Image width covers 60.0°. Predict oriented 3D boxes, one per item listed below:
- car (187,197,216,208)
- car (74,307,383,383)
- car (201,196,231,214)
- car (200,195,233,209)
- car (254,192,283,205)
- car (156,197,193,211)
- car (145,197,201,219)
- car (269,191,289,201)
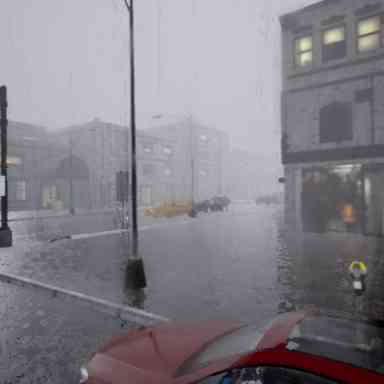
[{"bbox_3d":[1.306,1.366,44.319,1.802,1.307,4.206,-1,0,36],"label":"car"},{"bbox_3d":[0.883,1.584,2.411,4.206,1.307,1.802,0,-1,36],"label":"car"},{"bbox_3d":[1.568,1.267,30.440,2.008,1.369,4.403,-1,0,36],"label":"car"},{"bbox_3d":[3.211,1.239,42.528,1.837,1.490,4.892,-1,0,36],"label":"car"},{"bbox_3d":[10.623,1.083,47.387,2.128,1.511,4.902,-1,0,37],"label":"car"},{"bbox_3d":[-2.050,1.363,39.707,1.752,1.417,4.829,-1,0,36],"label":"car"},{"bbox_3d":[-1.587,1.292,26.103,1.752,1.417,4.829,-1,0,36],"label":"car"},{"bbox_3d":[17.576,0.843,66.690,2.192,1.841,5.009,-1,0,36],"label":"car"}]
